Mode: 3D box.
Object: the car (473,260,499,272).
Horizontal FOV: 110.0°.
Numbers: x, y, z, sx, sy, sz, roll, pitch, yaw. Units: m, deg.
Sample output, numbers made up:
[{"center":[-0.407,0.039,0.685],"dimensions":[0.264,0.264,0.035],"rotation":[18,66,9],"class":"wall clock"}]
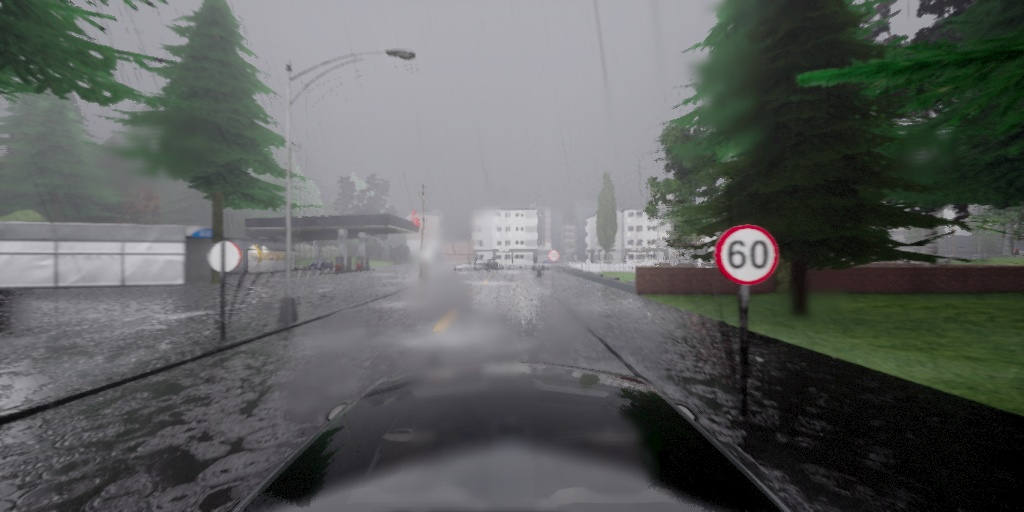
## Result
[{"center":[-3.253,1.208,45.952],"dimensions":[2.128,1.511,4.902],"rotation":[0,0,21],"class":"car"}]
